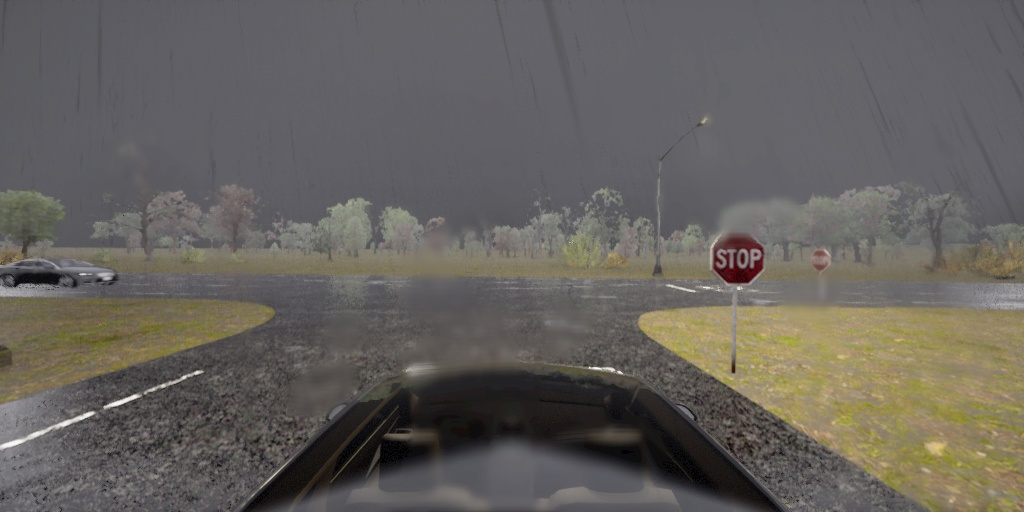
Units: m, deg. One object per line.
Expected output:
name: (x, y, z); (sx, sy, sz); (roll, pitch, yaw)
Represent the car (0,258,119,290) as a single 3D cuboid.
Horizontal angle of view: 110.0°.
car: (-22.991, 0.852, 18.208); (4.902, 1.511, 2.128); (1, 1, 0)
